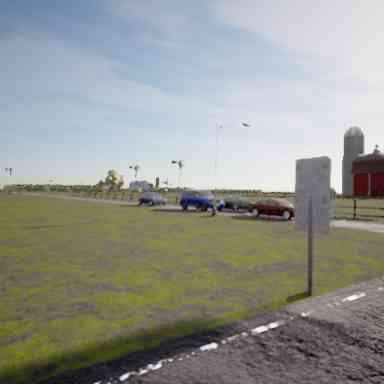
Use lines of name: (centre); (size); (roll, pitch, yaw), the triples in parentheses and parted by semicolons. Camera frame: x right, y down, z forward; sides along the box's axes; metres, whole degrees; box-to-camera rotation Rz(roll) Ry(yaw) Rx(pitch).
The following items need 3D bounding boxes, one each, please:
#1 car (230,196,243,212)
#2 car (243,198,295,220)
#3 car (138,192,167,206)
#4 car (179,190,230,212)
car: (4.124, 1.186, 34.367); (2.128, 1.511, 4.902); (1, 0, -36)
car: (6.640, 1.242, 25.864); (1.882, 1.535, 5.008); (1, 0, -36)
car: (-4.976, 0.836, 41.919); (2.097, 1.767, 4.553); (1, 0, -36)
car: (0.907, 0.846, 33.789); (2.150, 2.045, 5.566); (1, 0, -36)
